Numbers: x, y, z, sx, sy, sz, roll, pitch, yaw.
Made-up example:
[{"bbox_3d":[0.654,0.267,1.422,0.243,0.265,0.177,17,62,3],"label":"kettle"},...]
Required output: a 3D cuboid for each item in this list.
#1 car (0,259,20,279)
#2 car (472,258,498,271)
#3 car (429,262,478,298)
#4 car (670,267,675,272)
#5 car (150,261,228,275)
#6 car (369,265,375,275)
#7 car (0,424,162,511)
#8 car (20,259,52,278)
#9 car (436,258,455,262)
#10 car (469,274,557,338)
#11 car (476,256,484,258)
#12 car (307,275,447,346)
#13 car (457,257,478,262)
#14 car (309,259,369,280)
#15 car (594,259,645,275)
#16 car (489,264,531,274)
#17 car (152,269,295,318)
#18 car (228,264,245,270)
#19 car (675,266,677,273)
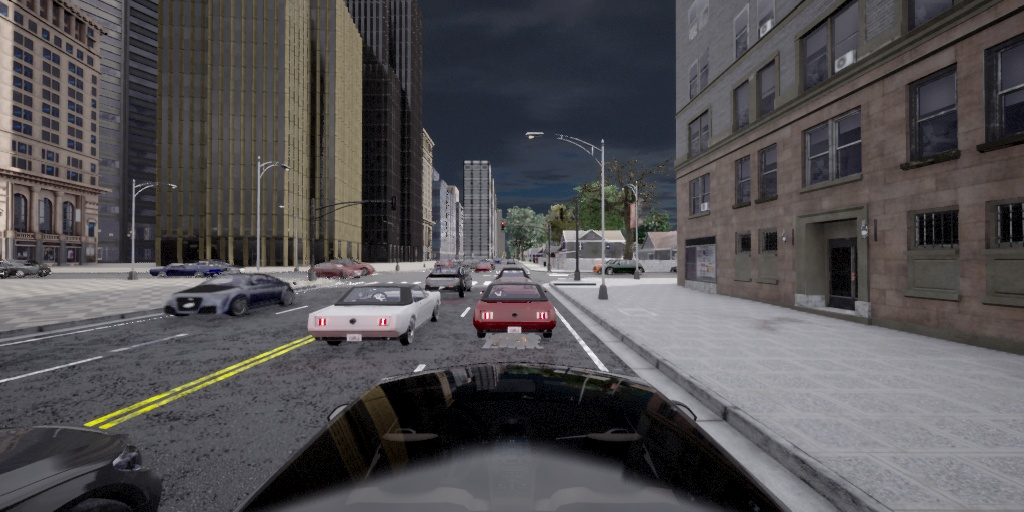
[{"bbox_3d":[-44.348,1.181,29.231,5.008,1.535,1.882,0,-1,-6],"label":"car"},{"bbox_3d":[-3.475,1.330,47.156,1.994,1.385,4.181,0,1,7],"label":"car"},{"bbox_3d":[-3.192,1.243,18.682,2.128,1.511,4.902,0,0,0],"label":"car"},{"bbox_3d":[21.115,1.353,41.158,5.357,1.411,2.033,0,-1,0],"label":"car"},{"bbox_3d":[-27.709,1.308,30.684,4.718,1.301,1.895,0,-1,-4],"label":"car"},{"bbox_3d":[-15.862,1.097,35.077,4.553,1.767,2.097,0,-1,-10],"label":"car"},{"bbox_3d":[-3.143,1.275,0.286,1.812,1.442,4.674,0,0,0],"label":"car"},{"bbox_3d":[-45.063,1.243,32.418,4.892,1.490,1.837,0,-1,-6],"label":"car"},{"bbox_3d":[-9.968,1.105,52.593,2.097,1.767,4.553,0,0,0],"label":"car"},{"bbox_3d":[0.061,1.351,10.147,1.895,1.301,4.718,0,0,0],"label":"car"},{"bbox_3d":[-6.715,1.258,64.556,1.837,1.490,4.892,0,0,0],"label":"car"},{"bbox_3d":[-3.173,1.352,9.428,1.895,1.301,4.718,0,0,0],"label":"car"},{"bbox_3d":[-6.717,1.258,54.417,1.837,1.490,4.892,0,0,0],"label":"car"},{"bbox_3d":[-14.788,1.225,30.157,4.674,1.442,1.812,0,-1,17],"label":"car"},{"bbox_3d":[11.519,1.124,37.947,4.553,1.767,2.097,0,-1,0],"label":"car"},{"bbox_3d":[0.055,1.316,18.904,1.994,1.385,4.181,0,0,0],"label":"car"},{"bbox_3d":[-9.878,1.315,12.958,1.994,1.385,4.181,0,0,0],"label":"car"},{"bbox_3d":[-28.003,1.233,33.913,4.902,1.511,2.128,0,-1,-4],"label":"car"},{"bbox_3d":[20.476,1.264,37.910,4.902,1.511,2.128,0,-1,0],"label":"car"}]
